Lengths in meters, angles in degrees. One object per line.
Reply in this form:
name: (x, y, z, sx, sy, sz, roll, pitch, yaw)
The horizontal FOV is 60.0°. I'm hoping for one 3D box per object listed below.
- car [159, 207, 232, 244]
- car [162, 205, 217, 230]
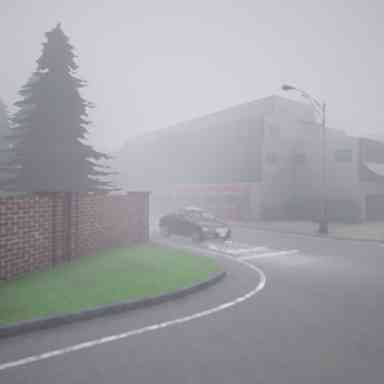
car: (0.049, 1.734, 17.530, 2.128, 1.511, 4.902, 0, 0, -35)
car: (-0.299, 1.791, 24.390, 1.812, 1.442, 4.674, 0, 0, -33)
